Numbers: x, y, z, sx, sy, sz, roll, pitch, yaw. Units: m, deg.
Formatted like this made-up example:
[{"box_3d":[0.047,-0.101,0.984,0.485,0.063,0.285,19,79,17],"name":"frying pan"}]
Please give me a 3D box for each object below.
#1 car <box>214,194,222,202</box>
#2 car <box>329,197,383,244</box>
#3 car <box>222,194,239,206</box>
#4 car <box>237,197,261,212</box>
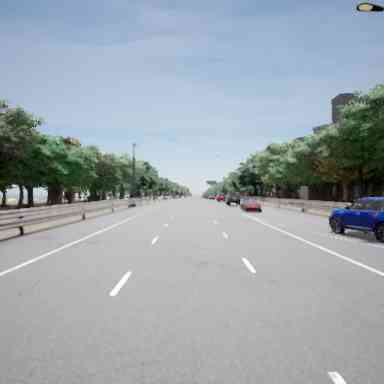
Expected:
[{"box_3d":[7.101,1.436,80.861,2.150,2.045,5.566,0,-1,0],"name":"car"},{"box_3d":[9.143,1.256,16.365,2.150,2.045,5.566,0,0,-11],"name":"car"},{"box_3d":[7.021,1.295,57.316,2.150,2.045,5.566,0,0,0],"name":"car"},{"box_3d":[7.032,1.615,40.120,1.994,1.385,4.181,0,0,0],"name":"car"}]
